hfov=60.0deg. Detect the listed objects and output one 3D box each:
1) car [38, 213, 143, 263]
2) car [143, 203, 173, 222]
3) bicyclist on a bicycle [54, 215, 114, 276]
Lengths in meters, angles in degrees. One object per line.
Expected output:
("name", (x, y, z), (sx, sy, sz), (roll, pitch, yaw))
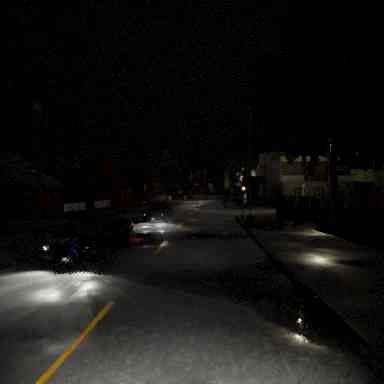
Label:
("car", (-3.485, 1.547, 12.239), (2.033, 1.411, 5.357), (0, 0, 3))
("car", (-2.605, 1.548, 26.350), (2.033, 1.411, 5.357), (0, 0, 3))
("bicyclist on a bicycle", (-2.911, 1.454, 8.914), (1.656, 1.620, 0.582), (-1, 0, 3))
